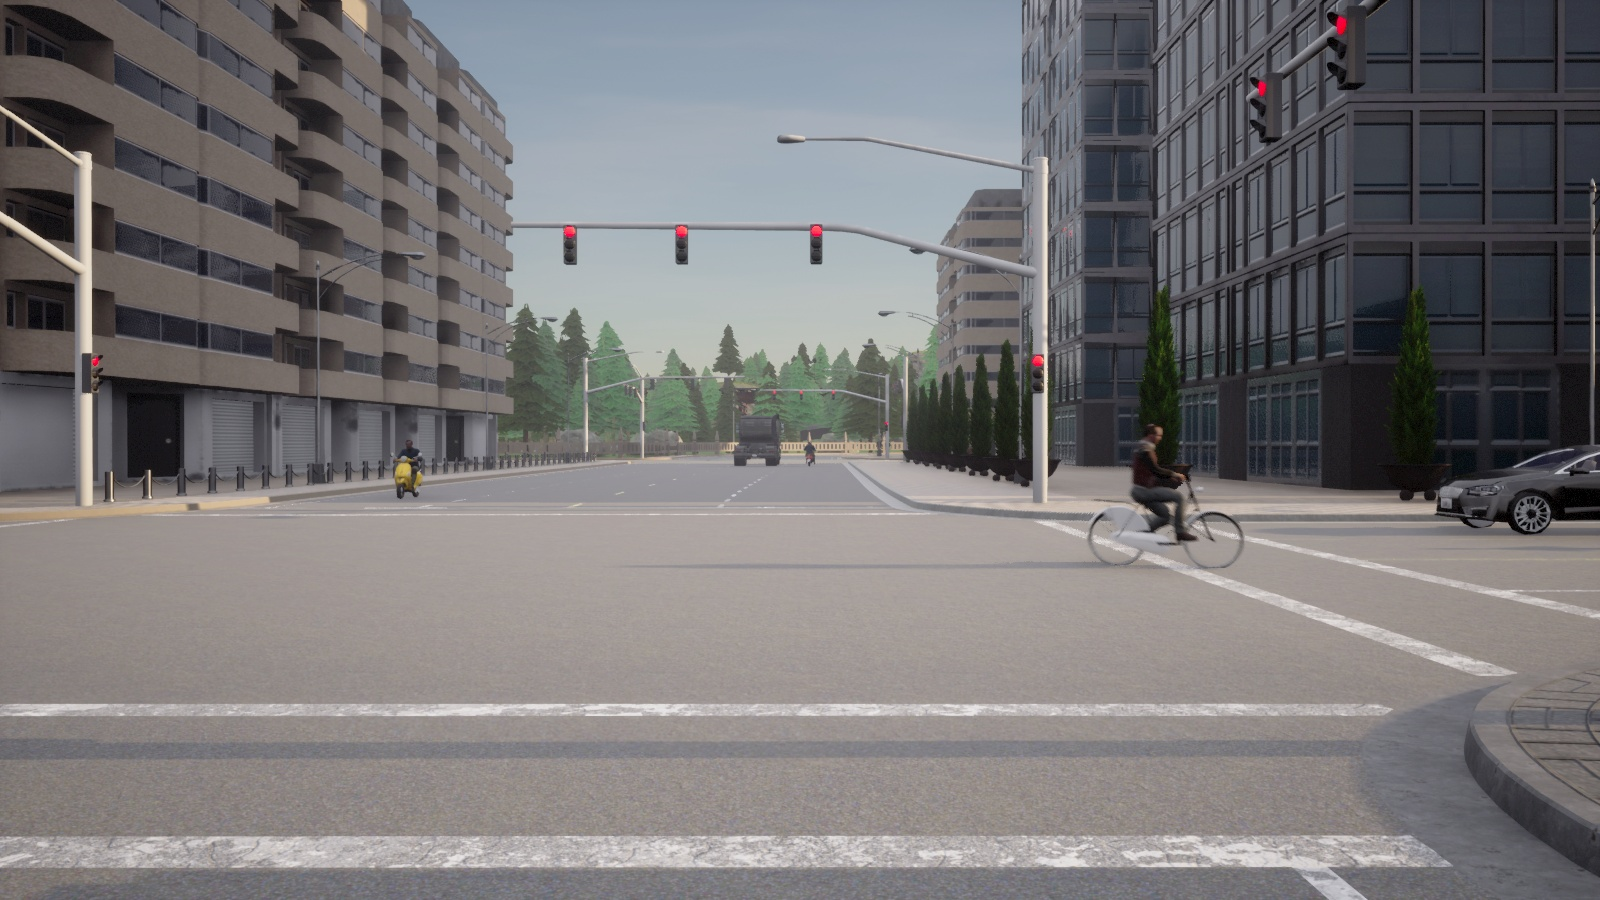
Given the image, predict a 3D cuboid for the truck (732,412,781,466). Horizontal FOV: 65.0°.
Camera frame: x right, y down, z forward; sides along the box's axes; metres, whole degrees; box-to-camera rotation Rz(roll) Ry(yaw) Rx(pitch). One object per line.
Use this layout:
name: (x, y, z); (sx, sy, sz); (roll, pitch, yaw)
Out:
truck: (-2.822, -0.710, 83.605); (2.891, 3.462, 7.936); (0, 0, 1)

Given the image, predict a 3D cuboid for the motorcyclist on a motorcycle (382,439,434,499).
motorcyclist on a motorcycle: (-10.623, 0.499, 34.094); (0.866, 1.590, 1.817); (0, 0, 0)

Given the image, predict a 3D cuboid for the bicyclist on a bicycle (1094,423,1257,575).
bicyclist on a bicycle: (4.553, 0.577, 15.339); (1.843, 1.776, 0.659); (1, -1, 12)

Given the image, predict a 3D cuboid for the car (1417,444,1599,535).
car: (13.678, 0.646, 21.788); (4.902, 1.511, 2.128); (0, 0, 1)
